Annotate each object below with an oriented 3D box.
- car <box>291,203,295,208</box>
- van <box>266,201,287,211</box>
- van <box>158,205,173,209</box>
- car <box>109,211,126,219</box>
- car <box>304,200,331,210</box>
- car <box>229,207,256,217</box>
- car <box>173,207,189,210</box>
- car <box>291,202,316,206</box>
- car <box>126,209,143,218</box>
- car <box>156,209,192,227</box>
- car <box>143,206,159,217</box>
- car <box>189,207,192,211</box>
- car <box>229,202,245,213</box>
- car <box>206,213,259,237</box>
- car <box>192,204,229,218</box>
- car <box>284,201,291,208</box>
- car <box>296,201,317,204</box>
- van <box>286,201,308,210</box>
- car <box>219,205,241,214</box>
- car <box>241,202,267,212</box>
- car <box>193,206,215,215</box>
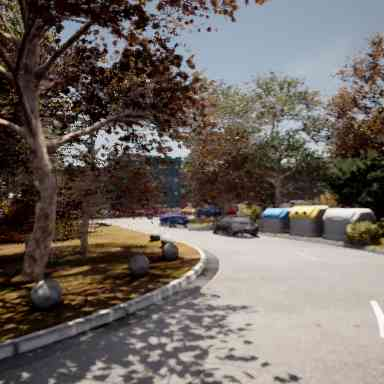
[{"bbox_3d":[15.287,2.933,54.561,2.163,1.488,4.792,-1,-1,-23],"label":"car"},{"bbox_3d":[17.689,2.972,69.769,1.878,1.987,4.442,-1,-1,-23],"label":"van"},{"bbox_3d":[-5.541,3.351,59.936,1.878,1.987,4.442,-1,-1,-23],"label":"van"},{"bbox_3d":[-13.204,3.711,56.479,2.097,1.535,5.008,-1,-1,-23],"label":"car"},{"bbox_3d":[27.940,2.804,74.308,2.435,2.045,5.566,-1,-1,-23],"label":"car"},{"bbox_3d":[7.727,3.064,51.311,2.002,1.452,4.674,-1,-1,-23],"label":"car"},{"bbox_3d":[-2.905,3.555,60.913,2.163,1.488,4.792,-1,-1,-23],"label":"car"},{"bbox_3d":[17.819,2.897,55.723,2.163,1.488,4.792,-1,-1,-23],"label":"car"},{"bbox_3d":[-10.642,3.695,57.617,2.163,1.488,4.792,-1,-1,-23],"label":"car"},{"bbox_3d":[-2.027,2.941,35.727,1.882,1.535,5.008,3,-4,-22],"label":"car"},{"bbox_3d":[-8.071,3.649,58.733,2.163,1.488,4.792,-1,-1,-23],"label":"car"},{"bbox_3d":[-0.273,3.471,61.887,1.946,1.575,5.366,-1,-1,-23],"label":"car"},{"bbox_3d":[5.041,2.820,50.184,2.435,2.045,5.566,-1,-1,-23],"label":"car"},{"bbox_3d":[2.909,2.357,23.314,1.994,1.385,4.181,3,-4,-21],"label":"car"},{"bbox_3d":[2.601,2.863,49.123,2.435,2.045,5.566,-1,-1,-23],"label":"car"},{"bbox_3d":[12.705,2.692,53.511,2.435,2.045,5.566,-1,-1,-23],"label":"car"},{"bbox_3d":[20.382,2.830,56.811,2.097,1.535,5.008,-1,-1,-23],"label":"car"},{"bbox_3d":[22.740,2.905,72.212,1.878,1.987,4.442,-1,-1,-23],"label":"van"},{"bbox_3d":[7.353,3.382,65.431,2.163,1.488,4.792,-1,-1,-23],"label":"car"},{"bbox_3d":[12.510,3.023,67.617,2.435,2.045,5.566,-1,-1,-23],"label":"car"},{"bbox_3d":[2.219,3.435,63.177,2.097,1.535,5.008,-1,-1,-23],"label":"car"}]
